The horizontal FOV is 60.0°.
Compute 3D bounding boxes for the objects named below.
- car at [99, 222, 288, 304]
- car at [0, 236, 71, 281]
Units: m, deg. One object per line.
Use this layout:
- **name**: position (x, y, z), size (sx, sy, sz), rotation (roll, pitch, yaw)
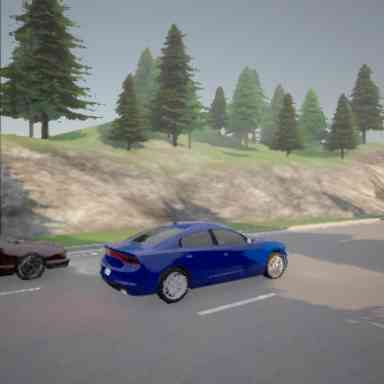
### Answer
- **car**: position (0.284, 1.479, 8.252), size (5.008, 1.535, 1.882), rotation (0, 0, -36)
- **car**: position (-5.920, 1.546, 8.142), size (5.357, 1.411, 2.033), rotation (0, 0, -35)
